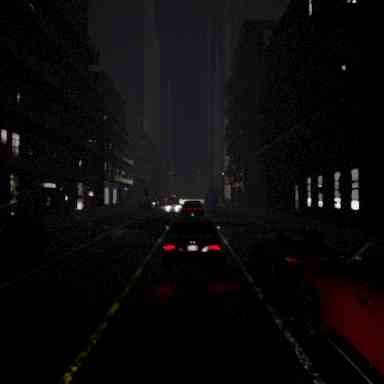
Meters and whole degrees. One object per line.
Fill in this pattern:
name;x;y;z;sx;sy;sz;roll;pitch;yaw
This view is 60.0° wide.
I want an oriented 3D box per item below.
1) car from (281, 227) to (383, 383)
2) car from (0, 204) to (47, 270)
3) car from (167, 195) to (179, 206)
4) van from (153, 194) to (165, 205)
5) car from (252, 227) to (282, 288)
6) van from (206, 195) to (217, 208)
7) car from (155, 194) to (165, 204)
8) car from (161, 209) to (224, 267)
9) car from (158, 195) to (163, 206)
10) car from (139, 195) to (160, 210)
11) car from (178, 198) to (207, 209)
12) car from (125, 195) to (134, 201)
car;2.710;1.311;3.340;2.192;1.841;5.009;1;0;0
car;-5.668;1.306;8.831;2.192;1.841;5.009;1;0;0
car;-3.047;1.539;53.644;1.895;1.301;4.718;0;0;0
van;-5.780;1.273;58.695;1.690;1.788;3.998;1;0;0
car;2.708;1.572;8.880;1.802;1.307;4.206;1;0;0
van;2.731;1.286;47.662;1.690;1.788;3.998;1;0;0
car;-5.618;1.505;53.154;1.947;1.339;4.313;1;0;0
car;0.030;1.535;11.365;2.033;1.411;5.357;0;0;0
car;-5.621;1.528;47.614;1.802;1.307;4.206;1;0;0
car;-5.623;1.503;42.073;2.008;1.369;4.403;1;0;0
car;0.058;1.474;28.627;1.837;1.490;4.892;0;0;0
car;-16.452;1.403;81.346;4.097;1.590;1.967;0;-1;0
